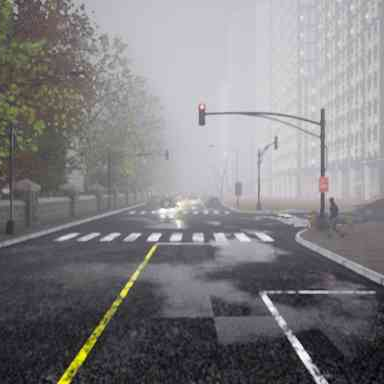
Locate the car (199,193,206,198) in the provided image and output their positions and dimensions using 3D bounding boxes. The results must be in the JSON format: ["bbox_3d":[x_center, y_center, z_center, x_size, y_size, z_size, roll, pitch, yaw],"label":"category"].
[{"bbox_3d":[2.950,0.949,93.464,2.008,1.369,4.403,0,0,0],"label":"car"}]

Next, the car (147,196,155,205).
[{"bbox_3d":[-5.555,1.248,48.430,1.802,1.307,4.206,0,0,0],"label":"car"}]

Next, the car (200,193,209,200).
[{"bbox_3d":[2.904,0.934,76.567,1.967,1.590,4.097,0,0,0],"label":"car"}]

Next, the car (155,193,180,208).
[{"bbox_3d":[-2.974,1.201,41.769,2.128,1.511,4.902,0,0,0],"label":"car"}]

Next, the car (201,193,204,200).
[{"bbox_3d":[2.841,1.196,54.039,1.947,1.339,4.313,0,0,0],"label":"car"}]

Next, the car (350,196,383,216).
[{"bbox_3d":[14.876,1.071,25.950,4.674,1.442,1.812,-2,0,0],"label":"car"}]

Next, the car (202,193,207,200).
[{"bbox_3d":[2.825,1.232,48.407,1.947,1.339,4.313,0,0,0],"label":"car"}]

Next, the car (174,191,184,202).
[{"bbox_3d":[-2.899,1.079,58.628,1.882,1.535,5.008,0,0,1],"label":"car"}]

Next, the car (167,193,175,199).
[{"bbox_3d":[-5.446,0.974,87.855,1.887,1.381,4.507,0,0,0],"label":"car"}]

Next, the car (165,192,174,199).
[{"bbox_3d":[-5.460,0.901,82.222,1.967,1.590,4.097,0,0,0],"label":"car"}]

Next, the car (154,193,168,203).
[{"bbox_3d":[-5.523,1.035,59.694,1.967,1.590,4.097,0,0,0],"label":"car"}]

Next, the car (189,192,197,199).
[{"bbox_3d":[0.222,0.848,80.066,1.837,1.490,4.892,0,0,0],"label":"car"}]

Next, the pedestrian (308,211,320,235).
[{"bbox_3d":[5.650,1.405,15.322,0.500,1.100,0.500,0,0,0],"label":"pedestrian"}]

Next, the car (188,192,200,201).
[{"bbox_3d":[0.194,1.119,70.097,1.895,1.301,4.718,0,0,0],"label":"car"}]

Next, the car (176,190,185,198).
[{"bbox_3d":[-2.794,0.526,74.226,2.150,2.045,5.566,0,0,0],"label":"car"}]

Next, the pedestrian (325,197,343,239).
[{"bbox_3d":[6.023,1.038,14.120,0.375,1.860,0.375,0,0,0],"label":"pedestrian"}]

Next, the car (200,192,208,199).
[{"bbox_3d":[2.920,0.902,82.199,1.967,1.590,4.097,0,0,0],"label":"car"}]

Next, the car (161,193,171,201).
[{"bbox_3d":[-5.492,1.053,70.789,1.752,1.417,4.829,0,0,0],"label":"car"}]

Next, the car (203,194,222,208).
[{"bbox_3d":[2.810,1.269,42.774,1.947,1.339,4.313,0,0,0],"label":"car"}]

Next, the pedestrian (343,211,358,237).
[{"bbox_3d":[7.047,1.377,14.718,0.500,1.100,0.500,0,0,0],"label":"pedestrian"}]
